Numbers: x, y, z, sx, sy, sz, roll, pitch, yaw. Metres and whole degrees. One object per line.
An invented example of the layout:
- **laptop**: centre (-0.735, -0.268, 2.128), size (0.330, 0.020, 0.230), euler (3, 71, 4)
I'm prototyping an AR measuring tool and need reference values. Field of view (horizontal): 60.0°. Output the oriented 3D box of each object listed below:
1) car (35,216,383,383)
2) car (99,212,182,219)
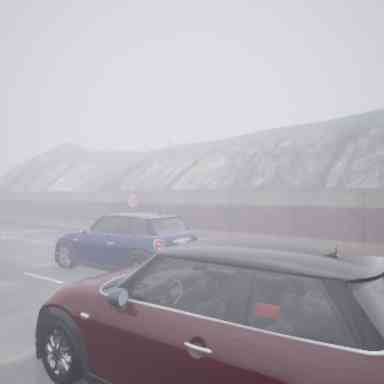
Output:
- **car**: centre (0.178, 1.361, 3.889), size (4.553, 1.767, 2.097), euler (0, 0, 35)
- **car**: centre (-1.985, 1.380, 9.723), size (4.553, 1.767, 2.097), euler (0, 0, 35)
